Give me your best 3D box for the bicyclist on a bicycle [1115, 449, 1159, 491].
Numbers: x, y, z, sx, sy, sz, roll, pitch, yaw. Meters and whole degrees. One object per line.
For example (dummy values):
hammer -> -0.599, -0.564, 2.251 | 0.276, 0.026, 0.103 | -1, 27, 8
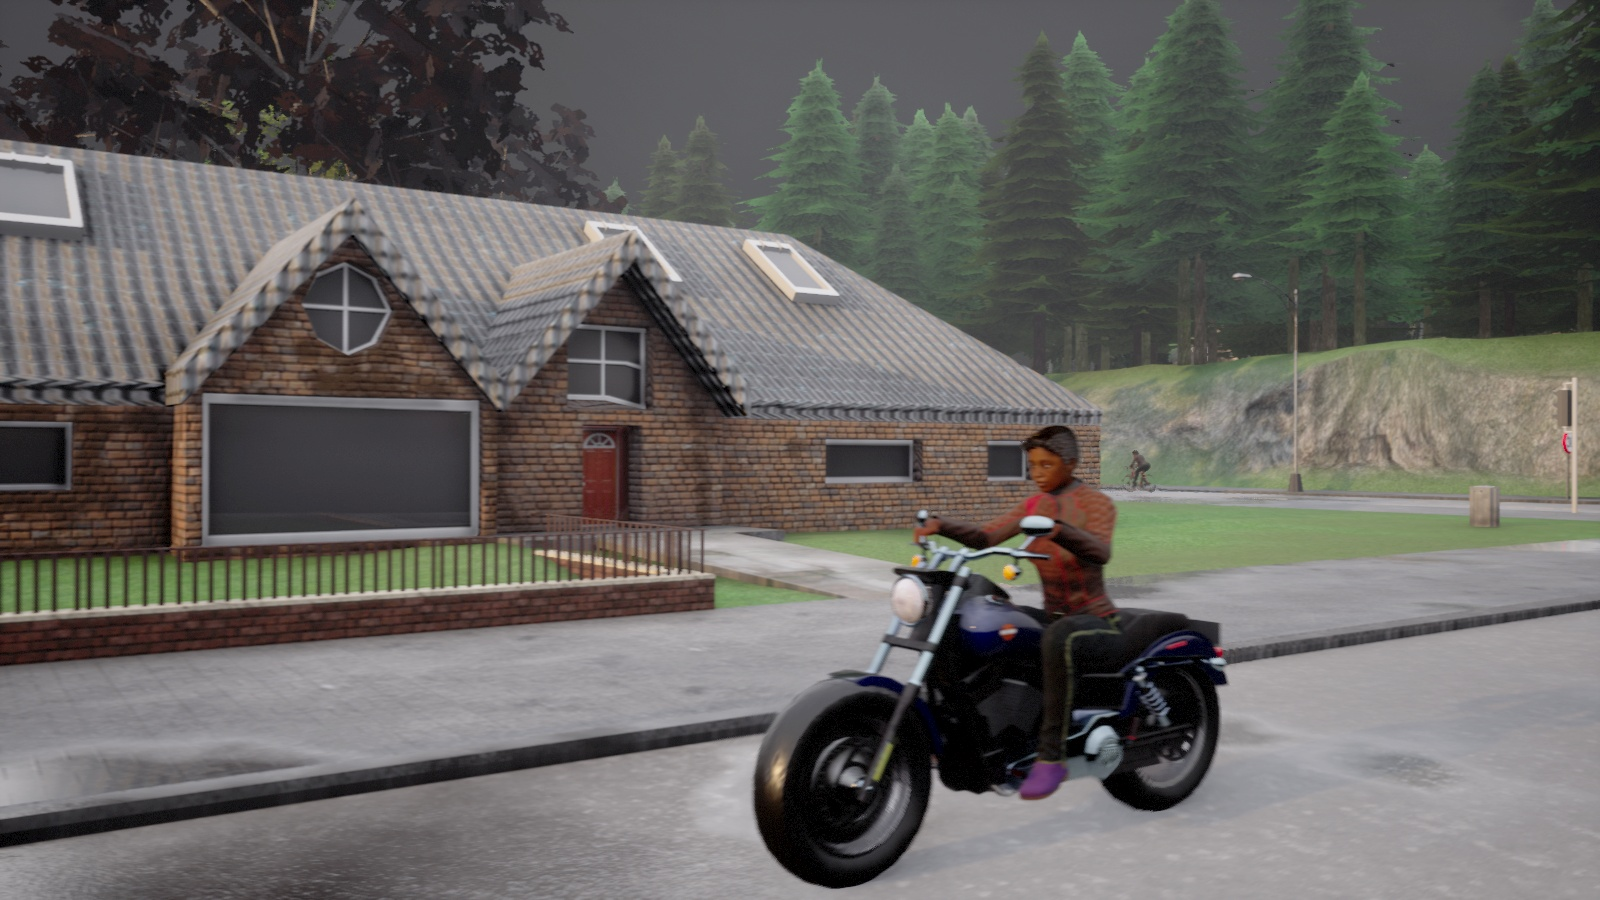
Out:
bicyclist on a bicycle -> 13.142, 0.789, 49.047 | 0.582, 1.620, 1.656 | 0, 0, -35

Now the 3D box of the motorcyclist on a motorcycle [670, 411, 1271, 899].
motorcyclist on a motorcycle -> 0.732, 0.705, 4.765 | 2.350, 1.649, 0.766 | 0, 0, -35
